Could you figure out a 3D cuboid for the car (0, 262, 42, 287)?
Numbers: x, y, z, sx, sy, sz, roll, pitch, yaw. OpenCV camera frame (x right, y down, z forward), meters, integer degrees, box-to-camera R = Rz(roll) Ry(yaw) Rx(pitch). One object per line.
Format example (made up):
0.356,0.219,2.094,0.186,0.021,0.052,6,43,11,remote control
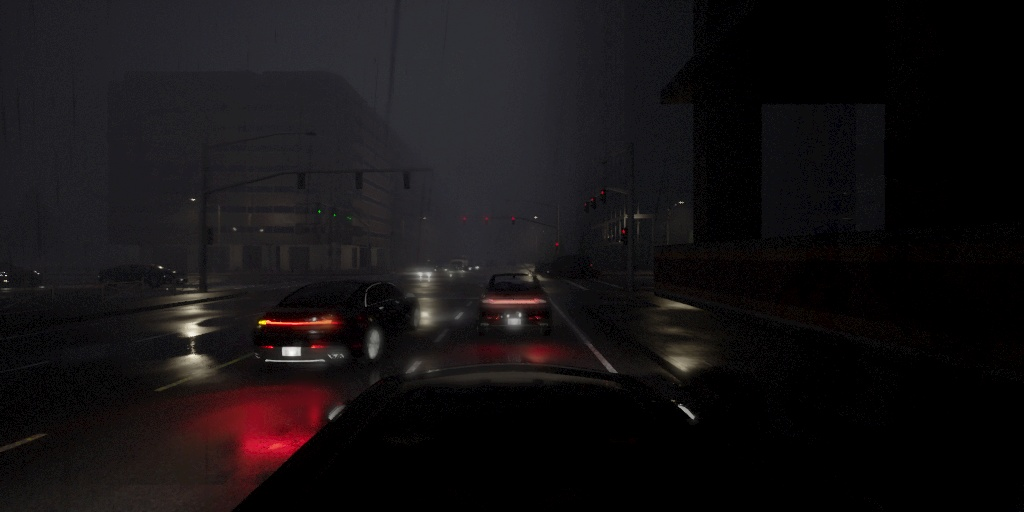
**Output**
-34.398,1.159,23.764,4.553,1.767,2.097,0,0,0,car

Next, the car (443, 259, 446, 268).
-10.931,1.228,57.708,1.882,1.535,5.008,0,0,1,car

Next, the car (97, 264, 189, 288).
-24.323,1.297,23.742,4.902,1.511,2.128,0,0,0,car

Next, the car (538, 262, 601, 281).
4.911,1.394,30.044,4.718,1.301,1.895,1,0,-11,car

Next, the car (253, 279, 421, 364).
-3.450,1.255,8.061,1.837,1.490,4.892,0,0,0,car

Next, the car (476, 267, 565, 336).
0.060,1.242,10.381,2.128,1.511,4.902,0,0,0,car

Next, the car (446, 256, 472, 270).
-7.481,0.971,51.106,2.150,2.045,5.566,0,0,0,car

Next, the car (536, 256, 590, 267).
4.976,1.016,34.386,5.566,2.045,2.150,1,0,0,car

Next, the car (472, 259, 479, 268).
-7.377,1.297,61.380,2.033,1.411,5.357,0,0,1,car

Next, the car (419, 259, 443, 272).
-10.968,1.241,47.500,2.128,1.511,4.902,0,0,0,car
